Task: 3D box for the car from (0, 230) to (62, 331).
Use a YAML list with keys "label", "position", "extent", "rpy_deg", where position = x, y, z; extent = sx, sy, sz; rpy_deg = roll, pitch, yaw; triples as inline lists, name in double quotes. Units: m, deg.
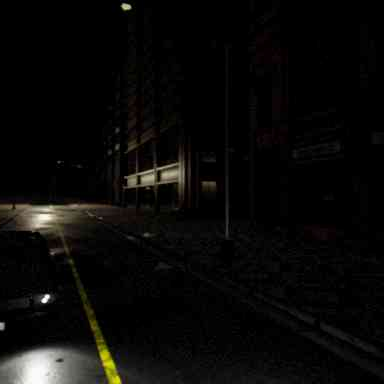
- label: "car"
  position: [-3.973, 1.574, 7.212]
  extent: [2.033, 1.411, 5.357]
  rpy_deg: [1, 0, -25]
